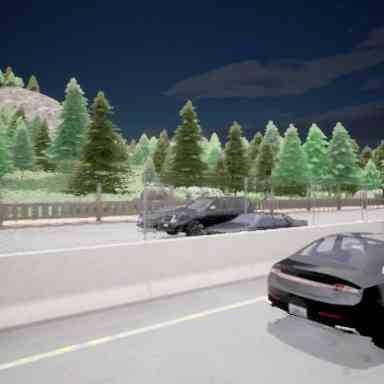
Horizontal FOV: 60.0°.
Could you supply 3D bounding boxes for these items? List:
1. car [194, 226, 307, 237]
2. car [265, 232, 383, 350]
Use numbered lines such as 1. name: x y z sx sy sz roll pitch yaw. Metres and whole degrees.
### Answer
1. car: 2.967 1.588 14.699 5.357 1.411 2.033 0 0 -35
2. car: 3.514 1.517 6.249 4.902 1.511 2.128 0 0 -35
